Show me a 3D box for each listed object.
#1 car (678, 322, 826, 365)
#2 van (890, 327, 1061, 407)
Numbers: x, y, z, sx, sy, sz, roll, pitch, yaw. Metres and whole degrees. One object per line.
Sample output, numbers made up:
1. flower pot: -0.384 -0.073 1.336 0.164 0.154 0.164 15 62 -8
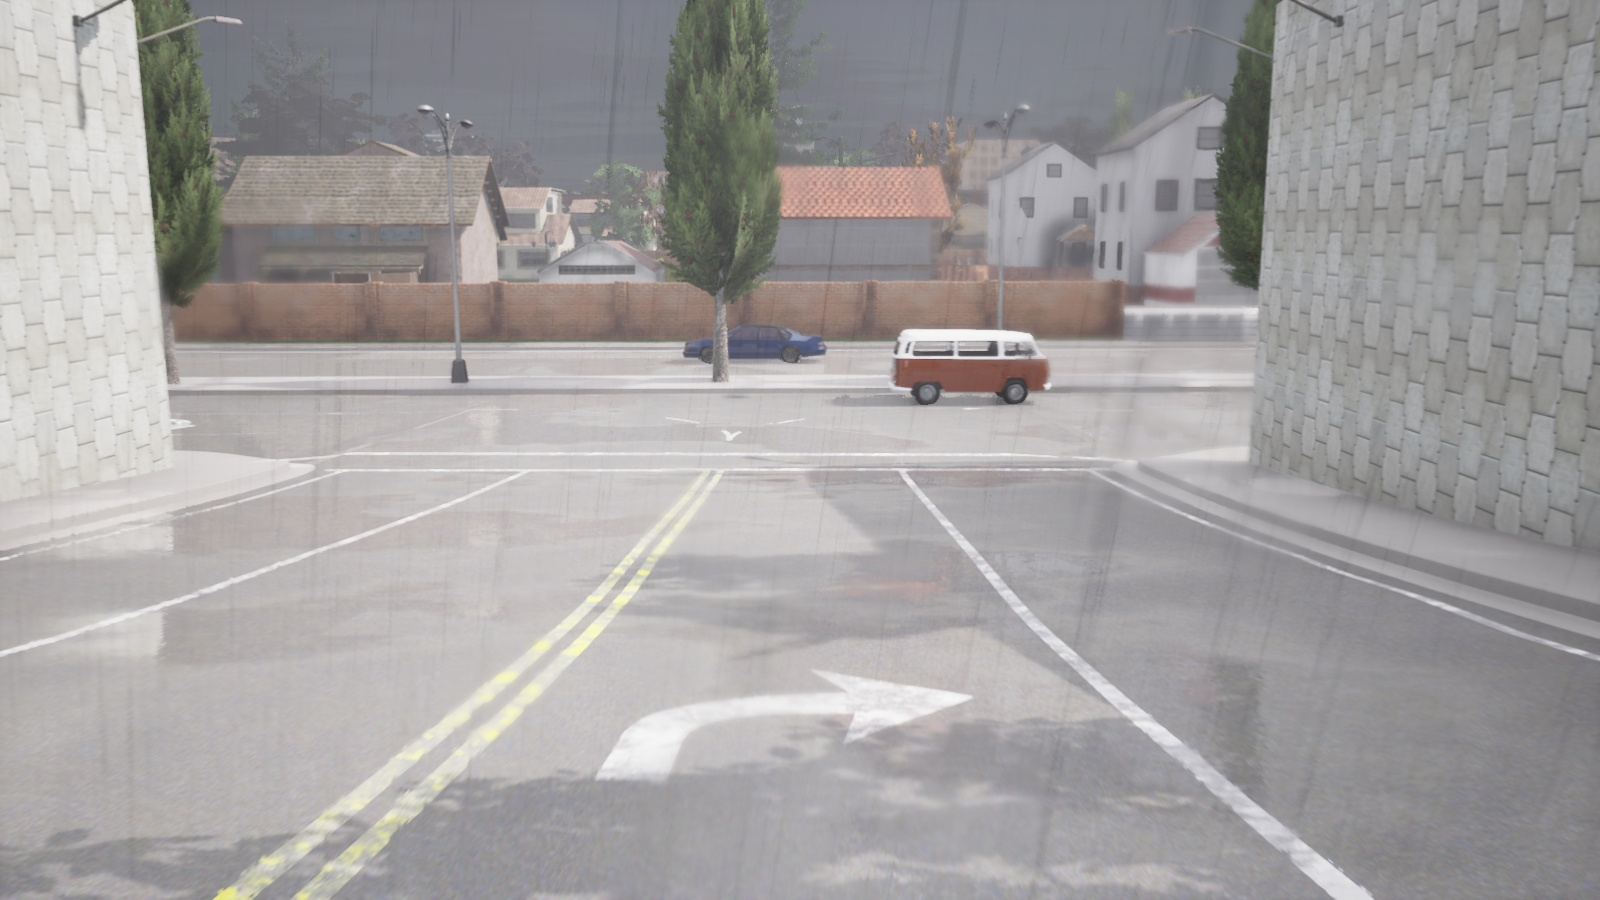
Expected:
1. car: -1.745 -3.990 46.659 5.357 1.411 2.033 0 10 -1
2. van: 4.858 -2.367 35.370 4.480 2.038 2.069 0 9 -1
